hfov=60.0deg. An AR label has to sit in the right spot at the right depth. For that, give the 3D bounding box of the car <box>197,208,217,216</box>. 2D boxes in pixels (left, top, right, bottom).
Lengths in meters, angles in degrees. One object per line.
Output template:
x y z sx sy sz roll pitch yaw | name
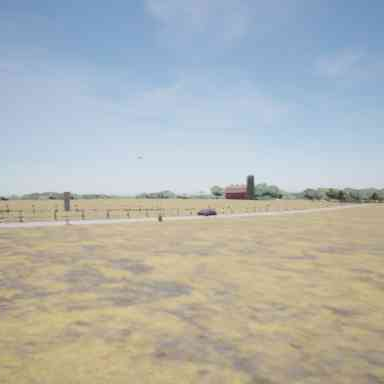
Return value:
2.609 3.536 58.114 1.994 1.385 4.181 -1 -3 35 | car
